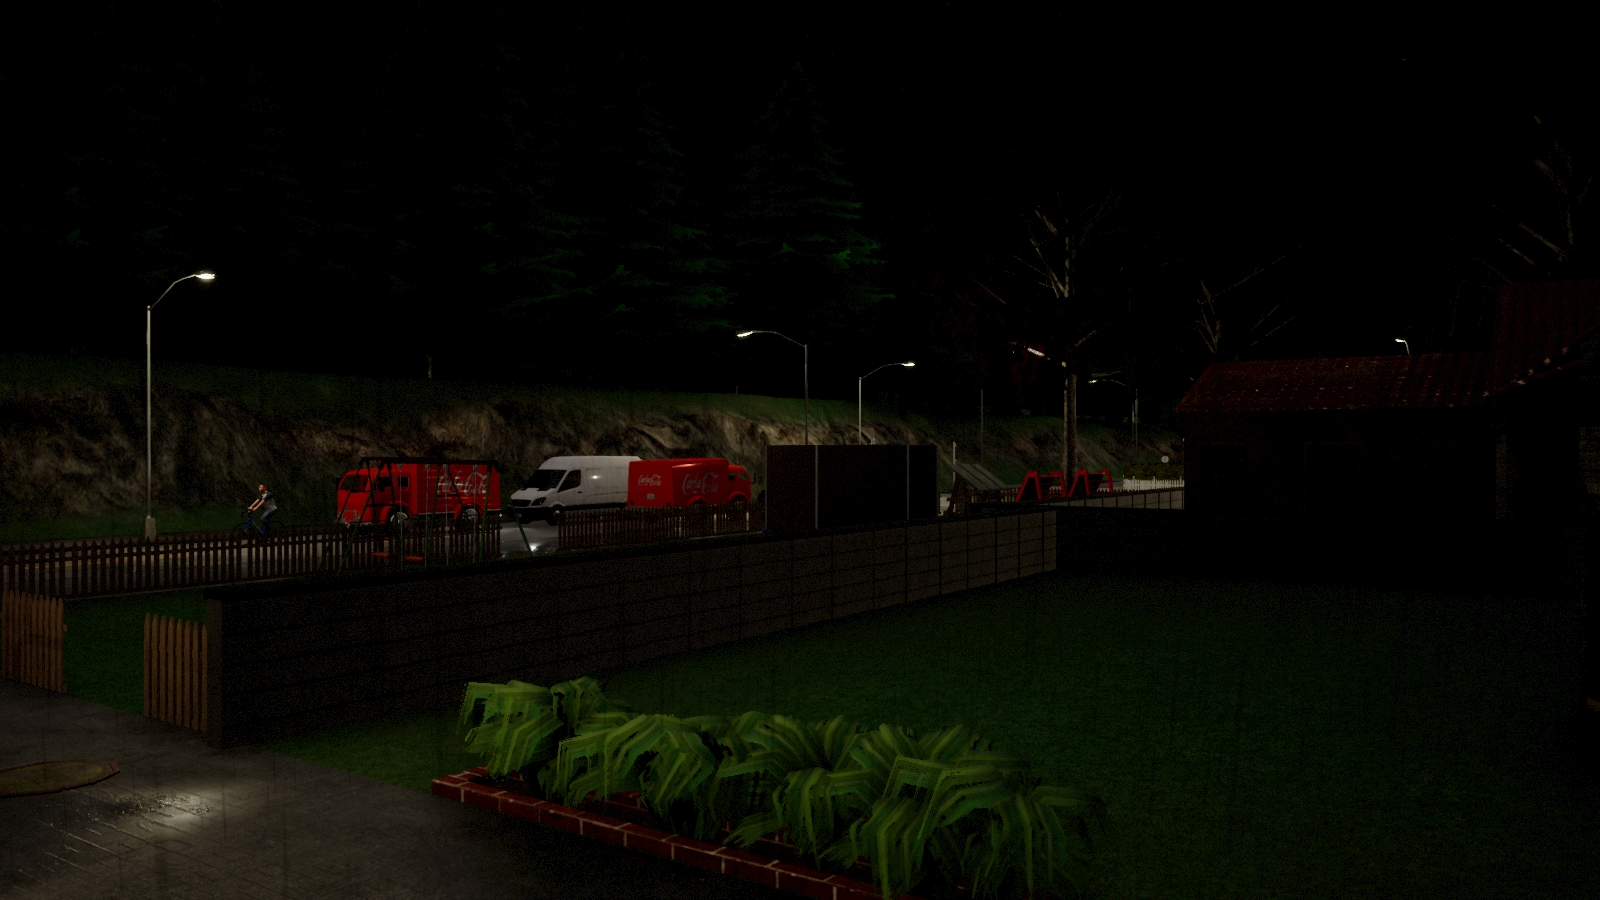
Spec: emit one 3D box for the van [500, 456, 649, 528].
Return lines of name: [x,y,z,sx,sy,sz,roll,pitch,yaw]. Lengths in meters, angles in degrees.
van: [-8.627,1.522,44.299,1.988,2.561,5.915,0,0,35]

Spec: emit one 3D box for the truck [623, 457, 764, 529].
truck: [-4.017,1.567,43.943,2.627,2.467,5.204,0,1,35]

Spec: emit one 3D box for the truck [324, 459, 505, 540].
truck: [-12.825,1.556,38.322,2.627,2.467,5.204,0,0,35]

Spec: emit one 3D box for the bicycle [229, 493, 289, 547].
bicycle: [-15.989,2.043,33.811,0.373,1.496,1.643,0,0,35]
